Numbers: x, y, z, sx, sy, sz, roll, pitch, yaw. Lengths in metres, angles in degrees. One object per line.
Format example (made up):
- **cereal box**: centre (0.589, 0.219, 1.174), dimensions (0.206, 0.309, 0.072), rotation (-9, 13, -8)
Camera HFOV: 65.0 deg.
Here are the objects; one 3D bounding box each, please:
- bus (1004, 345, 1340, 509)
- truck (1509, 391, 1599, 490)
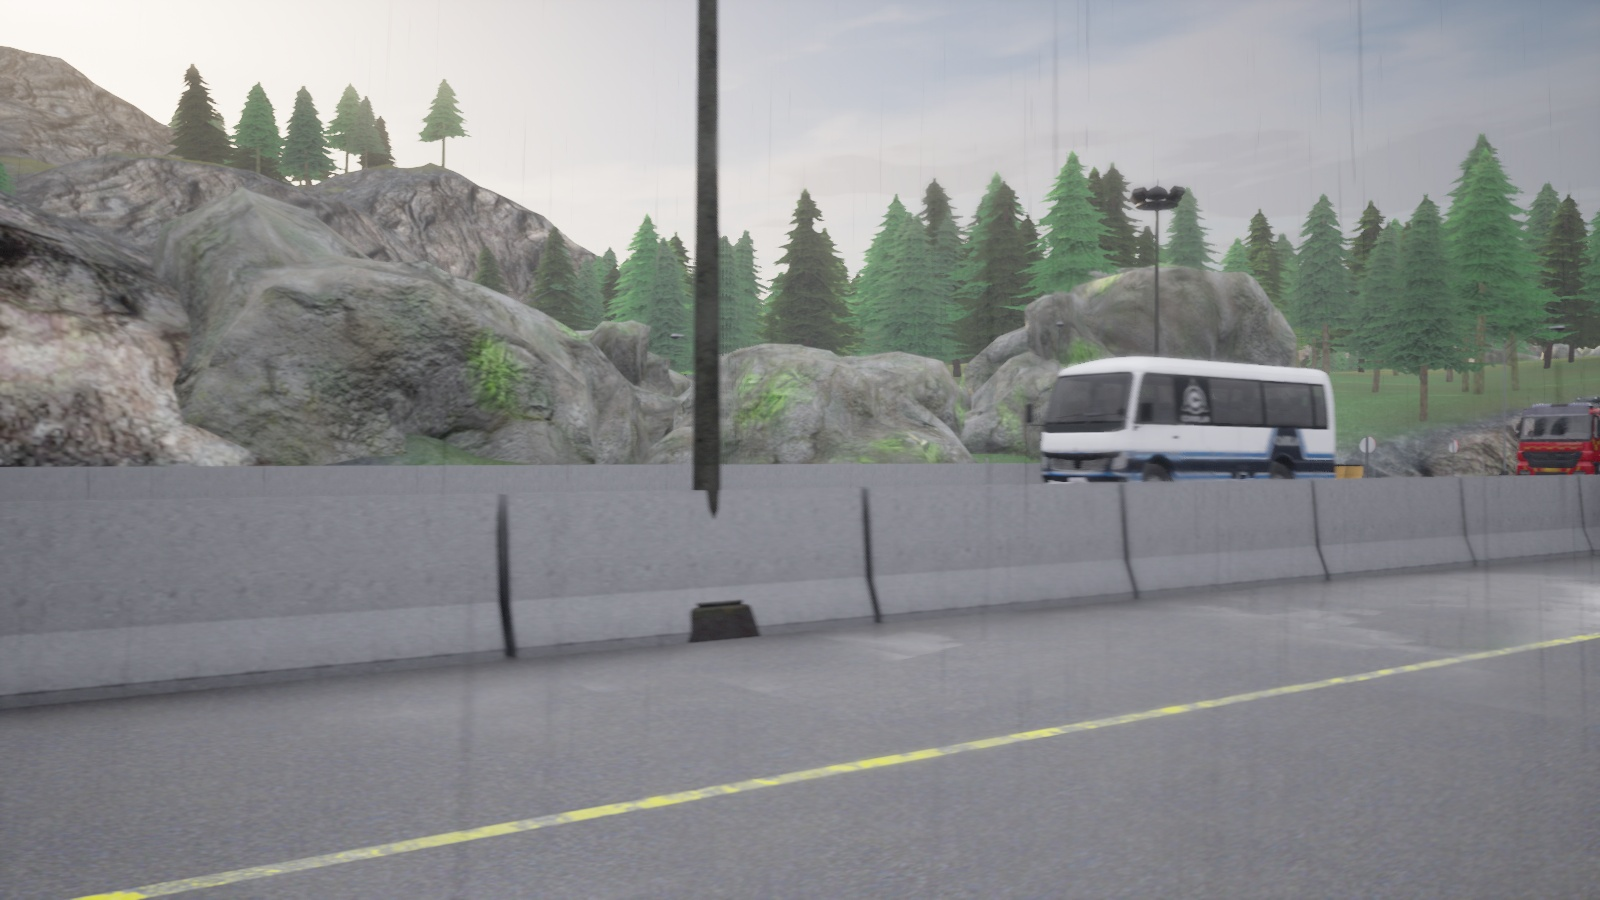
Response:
- **bus**: centre (11.133, -0.563, 36.999), dimensions (10.273, 4.253, 3.944), rotation (0, 0, -35)
- **truck**: centre (33.154, -0.359, 52.326), dimensions (8.468, 3.827, 2.891), rotation (0, 0, -35)
